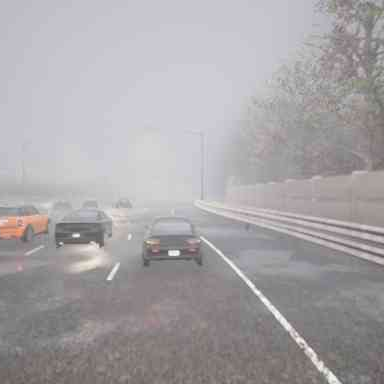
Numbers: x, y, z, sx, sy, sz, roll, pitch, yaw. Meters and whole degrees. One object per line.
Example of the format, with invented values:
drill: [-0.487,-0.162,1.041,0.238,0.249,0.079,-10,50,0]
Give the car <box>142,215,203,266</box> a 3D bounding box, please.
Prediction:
car: [-0.716,1.529,11.500,1.812,1.442,4.674,0,0,-5]

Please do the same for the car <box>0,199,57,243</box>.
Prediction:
car: [-8.435,1.385,16.200,2.097,1.767,4.553,0,0,-8]

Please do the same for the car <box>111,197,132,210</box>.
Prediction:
car: [-9.446,1.391,44.296,2.097,1.767,4.553,0,0,-23]

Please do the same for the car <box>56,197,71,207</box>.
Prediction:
car: [-18.323,1.424,46.799,2.097,1.767,4.553,0,0,-26]

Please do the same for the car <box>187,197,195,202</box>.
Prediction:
car: [-0.304,2.210,95.187,2.128,1.511,4.902,0,-3,7]

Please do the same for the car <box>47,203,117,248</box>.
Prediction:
car: [-4.722,1.496,15.044,1.882,1.535,5.008,0,0,-8]

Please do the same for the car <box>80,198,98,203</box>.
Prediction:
car: [-14.738,1.537,47.457,1.882,1.535,5.008,0,0,-26]
